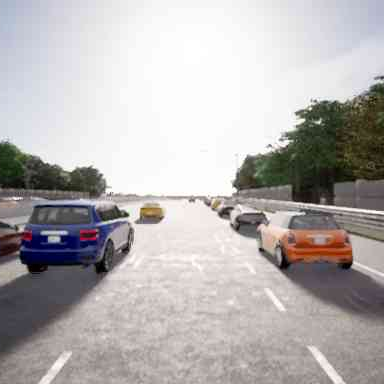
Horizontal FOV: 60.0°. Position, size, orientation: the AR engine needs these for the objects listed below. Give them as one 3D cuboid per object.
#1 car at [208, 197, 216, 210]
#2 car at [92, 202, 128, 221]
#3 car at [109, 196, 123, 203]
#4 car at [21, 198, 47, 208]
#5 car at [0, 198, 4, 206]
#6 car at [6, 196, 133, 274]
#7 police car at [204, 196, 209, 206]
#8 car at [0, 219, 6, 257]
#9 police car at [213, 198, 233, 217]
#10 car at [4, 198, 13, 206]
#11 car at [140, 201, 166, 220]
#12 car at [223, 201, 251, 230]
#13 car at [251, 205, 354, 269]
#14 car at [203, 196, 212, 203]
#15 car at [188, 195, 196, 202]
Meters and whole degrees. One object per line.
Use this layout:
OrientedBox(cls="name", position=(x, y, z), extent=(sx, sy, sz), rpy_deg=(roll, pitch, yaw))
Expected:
OrientedBox(cls="car", position=(3.503, 1.544, 43.489), extent=(1.882, 1.535, 5.008), rpy_deg=(0, 0, 0))
OrientedBox(cls="car", position=(-6.899, 1.629, 28.410), extent=(1.994, 1.385, 4.181), rpy_deg=(0, 0, 0))
OrientedBox(cls="car", position=(-17.495, 1.687, 76.552), extent=(2.128, 1.511, 4.902), rpy_deg=(0, -1, 0))
OrientedBox(cls="car", position=(-24.547, 1.620, 51.975), extent=(1.812, 1.442, 4.674), rpy_deg=(0, 0, 0))
OrientedBox(cls="car", position=(-21.084, 1.415, 36.519), extent=(2.097, 1.767, 4.553), rpy_deg=(0, 0, 0))
OrientedBox(cls="car", position=(-3.399, 1.264, 10.882), extent=(2.150, 2.045, 5.566), rpy_deg=(0, 0, 0))
OrientedBox(cls="police car", position=(3.503, 1.614, 54.507), extent=(2.038, 1.542, 4.974), rpy_deg=(0, 0, 0))
OrientedBox(cls="car", position=(-6.899, 1.568, 10.882), extent=(1.812, 1.442, 4.674), rpy_deg=(0, 0, 0))
OrientedBox(cls="police car", position=(3.502, 1.570, 32.472), extent=(2.038, 1.542, 4.974), rpy_deg=(0, 0, 0))
OrientedBox(cls="car", position=(-17.590, 1.415, 35.764), extent=(2.097, 1.767, 4.553), rpy_deg=(0, 0, 0))
OrientedBox(cls="car", position=(-3.398, 1.543, 29.326), extent=(1.882, 1.535, 5.008), rpy_deg=(0, 0, 0))
OrientedBox(cls="car", position=(3.501, 1.554, 21.456), extent=(2.128, 1.511, 4.902), rpy_deg=(0, 0, 0))
OrientedBox(cls="car", position=(3.601, 1.395, 11.479), extent=(2.097, 1.767, 4.553), rpy_deg=(0, 0, 0))
OrientedBox(cls="car", position=(3.505, 1.808, 76.724), extent=(1.801, 1.575, 5.366), rpy_deg=(0, -1, 0))
OrientedBox(cls="car", position=(-0.003, 1.997, 86.134), extent=(1.895, 1.301, 4.718), rpy_deg=(0, -1, 0))
